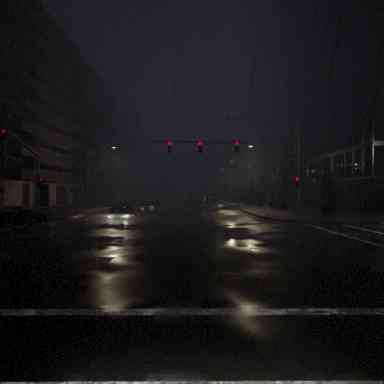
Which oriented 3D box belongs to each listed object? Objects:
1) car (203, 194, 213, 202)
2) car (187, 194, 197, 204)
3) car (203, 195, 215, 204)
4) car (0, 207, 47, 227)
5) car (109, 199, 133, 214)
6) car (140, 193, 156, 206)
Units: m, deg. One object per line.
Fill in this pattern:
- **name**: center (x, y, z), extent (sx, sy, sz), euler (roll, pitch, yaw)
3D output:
- **car**: center (3.511, 1.355, 74.600), extent (2.097, 1.767, 4.553), euler (0, 0, 1)
- **car**: center (0.001, 1.564, 64.646), extent (1.994, 1.385, 4.181), euler (0, 0, 1)
- **car**: center (3.500, 1.492, 64.735), extent (2.128, 1.511, 4.902), euler (0, 0, 1)
- **car**: center (-12.068, 1.643, 21.528), extent (4.718, 1.301, 1.895), euler (-1, 0, -31)
- **car**: center (-7.448, 1.526, 35.227), extent (1.812, 1.442, 4.674), euler (0, 0, 0)
- **car**: center (-7.288, 1.221, 55.925), extent (2.150, 2.045, 5.566), euler (0, 0, 1)
